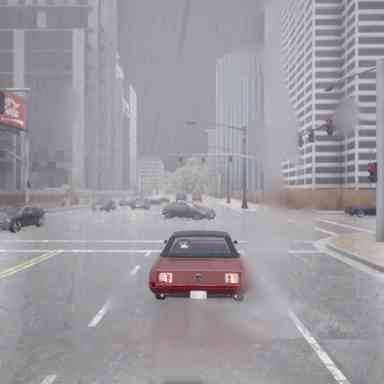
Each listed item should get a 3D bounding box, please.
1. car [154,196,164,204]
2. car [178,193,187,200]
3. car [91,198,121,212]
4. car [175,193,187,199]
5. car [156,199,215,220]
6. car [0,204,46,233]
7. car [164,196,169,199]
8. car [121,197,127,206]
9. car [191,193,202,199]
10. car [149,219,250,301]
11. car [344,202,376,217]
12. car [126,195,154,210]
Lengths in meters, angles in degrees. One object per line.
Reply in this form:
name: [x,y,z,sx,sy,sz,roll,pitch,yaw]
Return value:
car: [-6.288,1.601,56.182,1.895,1.301,4.718,0,0,1]
car: [-2.297,1.184,84.085,2.097,1.767,4.553,0,0,1]
car: [-10.065,1.491,38.128,2.128,1.511,4.902,0,0,1]
car: [-2.452,1.216,73.445,2.150,2.045,5.566,0,0,1]
car: [-0.357,1.525,26.633,4.674,1.442,1.812,0,1,37]
car: [-10.337,1.491,19.473,2.128,1.511,4.902,0,0,1]
car: [-5.985,1.595,71.202,1.895,1.301,4.718,0,0,1]
car: [-9.869,1.525,50.865,1.812,1.442,4.674,0,0,1]
car: [1.048,1.216,73.394,2.150,2.045,5.566,0,0,1]
car: [0.216,1.601,8.322,1.895,1.301,4.718,0,0,2]
car: [16.547,1.601,30.443,4.718,1.301,1.895,0,0,1]
car: [-6.466,1.491,41.963,2.128,1.511,4.902,0,0,-1]
